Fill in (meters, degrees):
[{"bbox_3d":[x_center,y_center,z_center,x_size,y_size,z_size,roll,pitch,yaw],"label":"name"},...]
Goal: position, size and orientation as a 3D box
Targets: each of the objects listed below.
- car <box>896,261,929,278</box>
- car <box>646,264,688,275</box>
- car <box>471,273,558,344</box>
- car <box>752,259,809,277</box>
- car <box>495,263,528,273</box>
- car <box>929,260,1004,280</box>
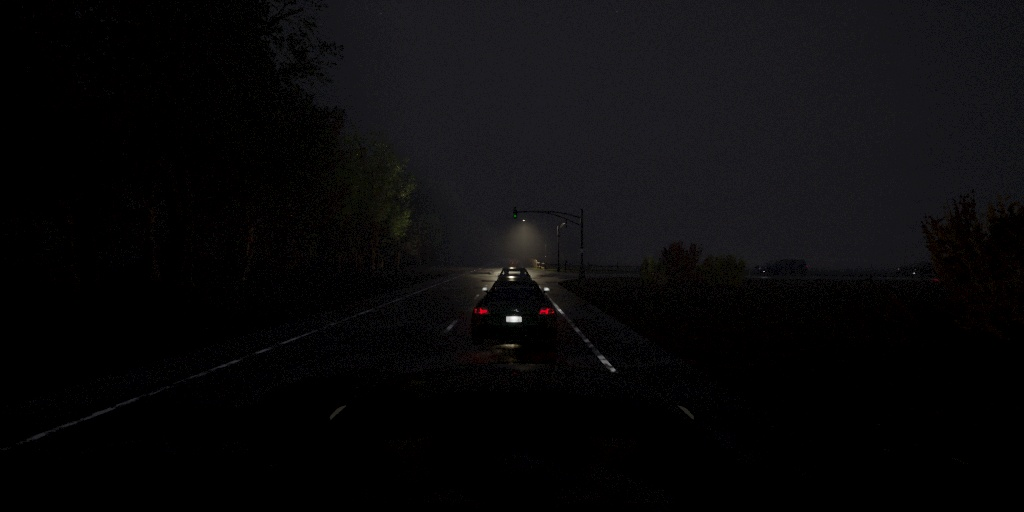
[{"bbox_3d":[48.158,1.556,41.577,5.566,2.045,2.150,1,-1,1],"label":"car"},{"bbox_3d":[18.047,1.495,41.812,4.902,1.511,2.128,1,-1,1],"label":"car"},{"bbox_3d":[0.092,1.316,9.640,1.994,1.385,4.181,0,0,1],"label":"car"},{"bbox_3d":[31.203,1.366,41.722,5.566,2.045,2.150,0,-1,0],"label":"car"},{"bbox_3d":[0.120,1.301,18.844,2.033,1.411,5.357,0,0,0],"label":"car"},{"bbox_3d":[48.591,1.498,38.024,5.566,2.045,2.150,1,-1,0],"label":"car"}]
